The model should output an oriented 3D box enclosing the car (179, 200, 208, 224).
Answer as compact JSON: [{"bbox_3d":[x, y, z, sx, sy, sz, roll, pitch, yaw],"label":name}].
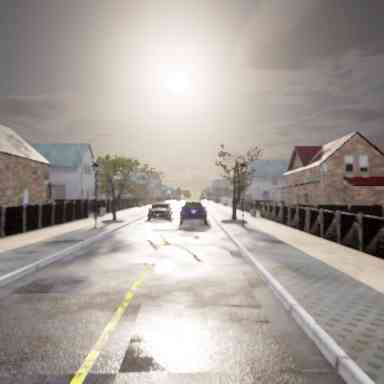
[{"bbox_3d":[0.117,1.483,26.143,2.097,1.767,4.553,0,0,0],"label":"car"}]

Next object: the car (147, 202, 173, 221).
[{"bbox_3d":[-2.709,1.652,28.649,1.837,1.490,4.892,0,-1,1],"label":"car"}]

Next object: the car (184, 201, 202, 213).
[{"bbox_3d":[0.149,1.800,40.508,1.994,1.385,4.181,0,0,1],"label":"car"}]
